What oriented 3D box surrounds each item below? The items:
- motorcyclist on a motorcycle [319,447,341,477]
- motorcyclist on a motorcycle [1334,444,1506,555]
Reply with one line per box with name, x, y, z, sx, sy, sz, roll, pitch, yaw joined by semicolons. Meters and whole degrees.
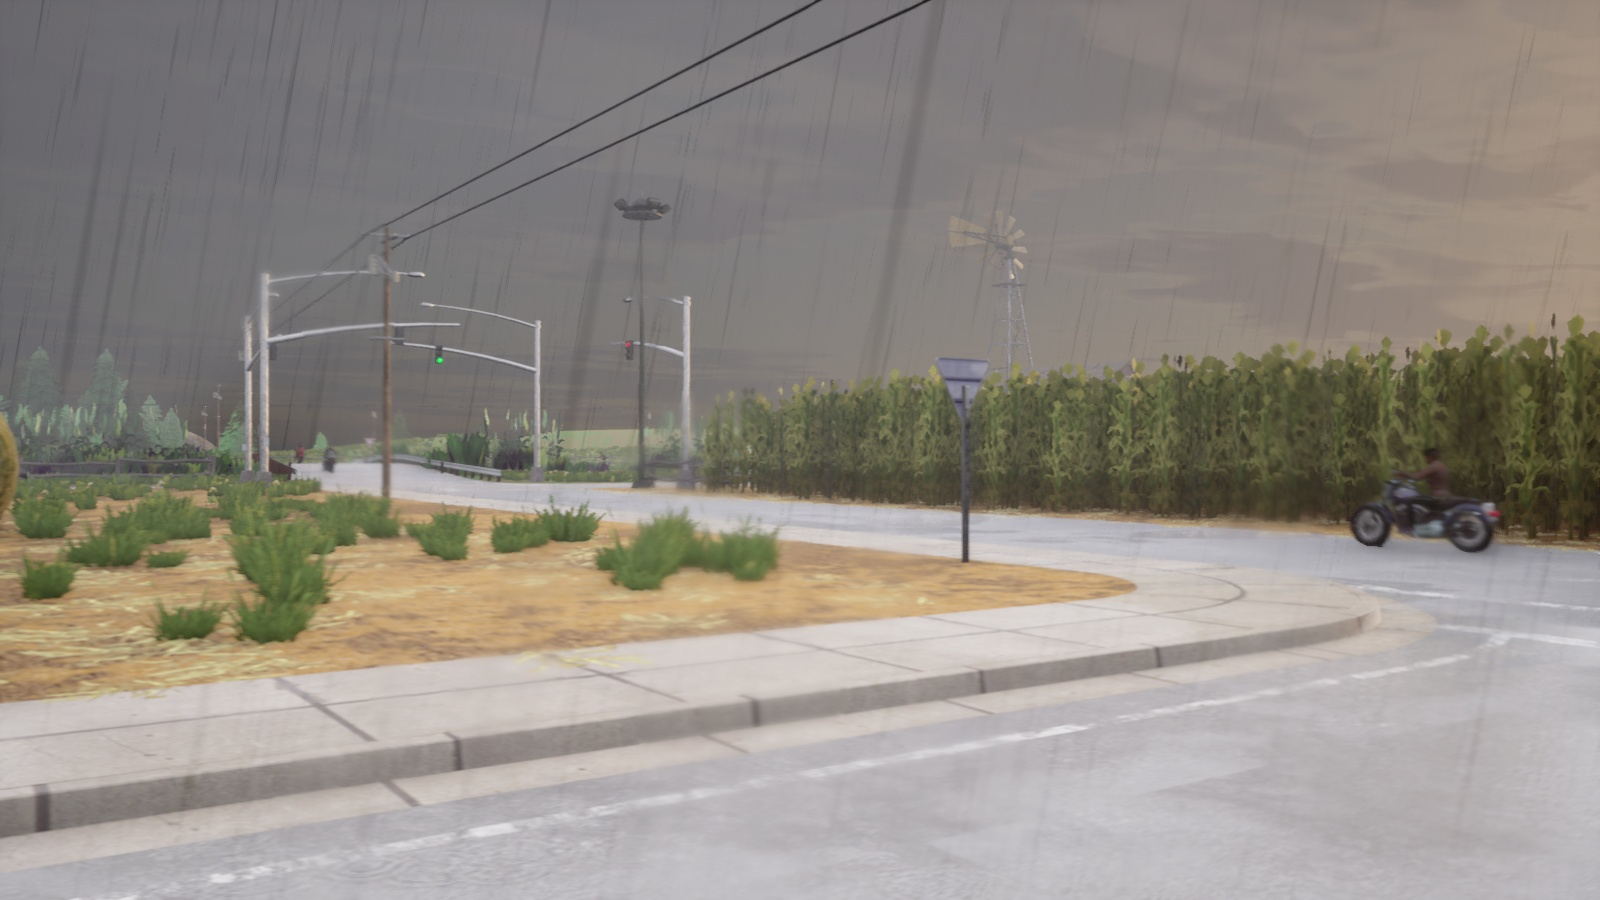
motorcyclist on a motorcycle;-26.277;0.658;70.198;0.866;1.530;2.191;0;3;-28
motorcyclist on a motorcycle;9.740;0.744;19.834;0.766;1.649;2.350;0;0;-34
